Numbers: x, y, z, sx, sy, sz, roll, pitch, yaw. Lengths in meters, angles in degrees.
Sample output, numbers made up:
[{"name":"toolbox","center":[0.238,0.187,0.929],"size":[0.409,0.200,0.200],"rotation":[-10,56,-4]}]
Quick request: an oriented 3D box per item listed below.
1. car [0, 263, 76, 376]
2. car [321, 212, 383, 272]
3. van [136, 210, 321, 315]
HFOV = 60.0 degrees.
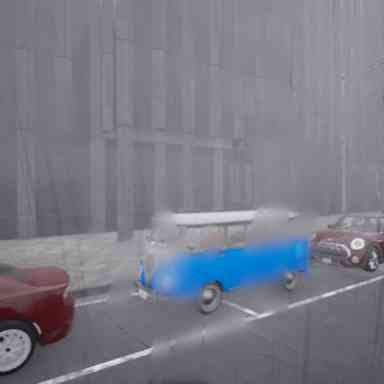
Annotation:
[{"name":"car","center":[-3.763,1.549,3.967],"size":[4.507,1.381,1.887],"rotation":[0,0,-36]},{"name":"car","center":[5.411,1.400,10.518],"size":[4.097,1.590,1.967],"rotation":[0,0,-36]},{"name":"van","center":[0.823,1.323,7.243],"size":[3.998,1.788,1.690],"rotation":[0,0,-36]}]
